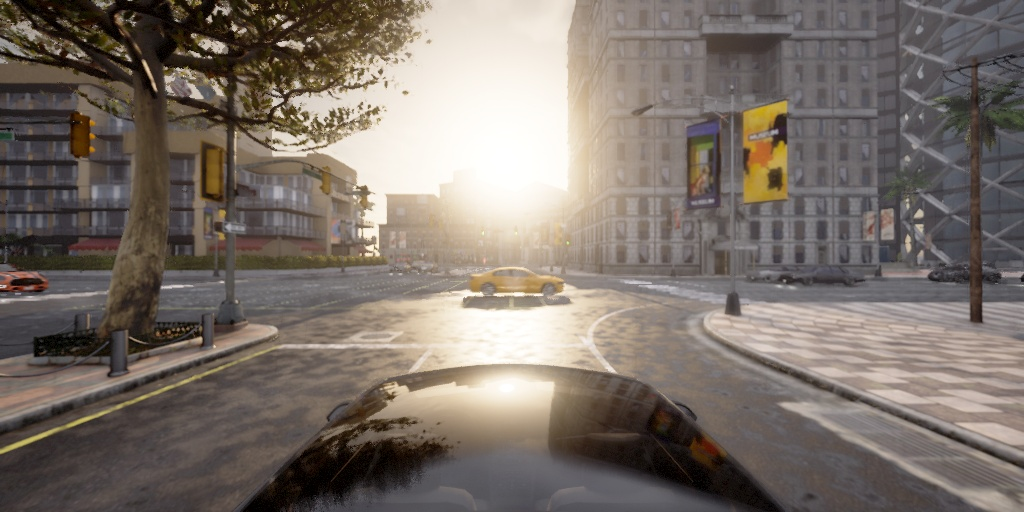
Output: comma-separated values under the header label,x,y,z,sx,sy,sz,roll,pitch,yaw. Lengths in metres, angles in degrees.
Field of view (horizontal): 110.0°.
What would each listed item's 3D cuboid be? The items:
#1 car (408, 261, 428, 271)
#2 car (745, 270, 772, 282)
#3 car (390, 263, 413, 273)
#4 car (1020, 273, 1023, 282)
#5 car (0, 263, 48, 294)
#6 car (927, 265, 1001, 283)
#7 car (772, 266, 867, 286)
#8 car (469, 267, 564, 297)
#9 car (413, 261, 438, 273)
label,x,y,z,sx,sy,sz,roll,pitch,yaw
car,-15.055,1.568,57.506,1.837,1.490,4.892,0,0,0
car,22.175,1.510,29.763,4.718,1.301,1.895,0,0,0
car,-15.049,1.579,48.734,1.994,1.385,4.181,0,0,0
car,40.542,1.394,26.235,4.892,1.490,1.837,0,0,0
car,-27.698,1.104,18.894,4.553,1.767,2.097,0,0,0
car,37.497,1.435,29.744,4.674,1.442,1.812,0,0,0
car,22.626,1.437,26.268,5.357,1.411,2.033,0,0,0
car,0.233,1.332,19.045,5.008,1.535,1.882,0,0,0
car,-11.539,1.511,49.425,2.128,1.511,4.902,0,0,1
